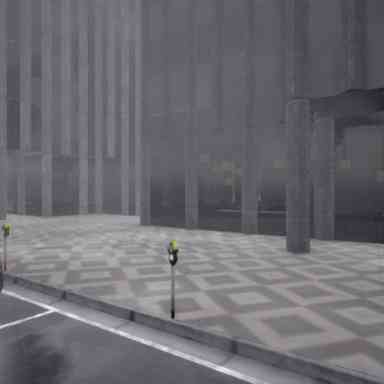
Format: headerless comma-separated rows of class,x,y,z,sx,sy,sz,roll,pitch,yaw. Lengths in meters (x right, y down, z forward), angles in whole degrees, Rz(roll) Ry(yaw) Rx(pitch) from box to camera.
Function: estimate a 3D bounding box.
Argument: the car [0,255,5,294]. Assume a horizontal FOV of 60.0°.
car,-5.953,1.440,7.327,4.097,1.590,1.967,0,0,36
